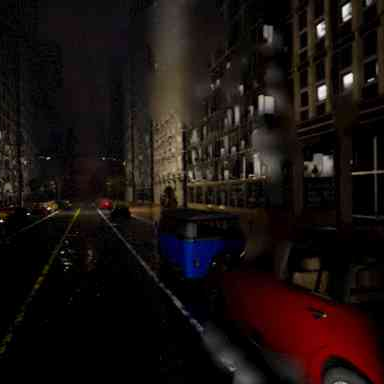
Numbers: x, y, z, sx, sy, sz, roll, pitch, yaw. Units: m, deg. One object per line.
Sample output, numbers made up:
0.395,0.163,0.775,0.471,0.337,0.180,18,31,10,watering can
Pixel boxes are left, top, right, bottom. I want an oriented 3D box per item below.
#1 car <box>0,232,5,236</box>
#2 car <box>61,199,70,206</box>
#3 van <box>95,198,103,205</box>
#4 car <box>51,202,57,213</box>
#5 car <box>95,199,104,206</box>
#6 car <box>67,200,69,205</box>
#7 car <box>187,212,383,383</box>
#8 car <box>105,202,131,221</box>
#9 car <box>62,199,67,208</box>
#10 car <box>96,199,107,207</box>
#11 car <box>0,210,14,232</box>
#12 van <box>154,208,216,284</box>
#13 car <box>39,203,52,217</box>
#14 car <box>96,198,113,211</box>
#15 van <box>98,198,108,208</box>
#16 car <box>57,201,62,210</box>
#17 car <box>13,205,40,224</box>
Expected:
-4.376,1.669,4.839,2.033,1.411,5.357,-1,0,-18,car
-33.678,2.740,88.396,1.967,1.590,4.097,-2,0,-18,car
-23.977,2.434,85.511,1.690,1.788,3.998,-2,0,-18,van
-19.946,2.160,45.053,1.967,1.590,4.097,-2,0,-18,car
-22.258,2.461,80.093,1.967,1.590,4.097,-2,0,-18,car
-30.242,2.706,77.560,2.008,1.369,4.403,-2,0,-18,car
1.770,1.314,4.245,2.192,1.841,5.009,-2,0,-18,car
-6.805,1.916,31.332,2.008,1.369,4.403,-2,0,-18,car
-26.809,2.577,66.724,1.947,1.339,4.313,-2,0,-18,car
-18.825,2.316,69.258,1.967,1.590,4.097,-2,0,-18,car
-11.360,1.905,17.965,2.008,1.369,4.403,-2,0,-18,car
0.055,1.413,9.663,1.690,1.788,3.998,-2,0,-18,van
-18.225,2.229,39.635,1.802,1.307,4.206,-2,0,-18,car
-13.679,1.973,53.005,2.192,1.841,5.009,-2,0,-18,car
-17.111,2.145,63.840,1.690,1.788,3.998,-2,0,-18,van
-23.325,2.389,55.727,1.752,1.417,4.829,-2,0,-18,car
-14.793,2.051,28.800,2.008,1.369,4.403,-2,0,-18,car
